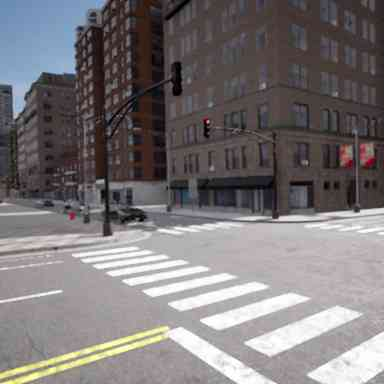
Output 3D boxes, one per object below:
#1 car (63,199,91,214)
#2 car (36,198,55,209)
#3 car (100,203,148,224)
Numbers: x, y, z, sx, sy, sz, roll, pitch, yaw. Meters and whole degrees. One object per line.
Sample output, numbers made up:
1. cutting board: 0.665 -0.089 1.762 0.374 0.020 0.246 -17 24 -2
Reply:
1. car: -12.254 1.510 35.286 2.128 1.511 4.902 -2 1 -35
2. car: -21.386 1.637 48.323 1.994 1.385 4.181 -2 1 -35
3. car: -5.341 1.525 25.469 2.033 1.411 5.357 -2 1 -35
